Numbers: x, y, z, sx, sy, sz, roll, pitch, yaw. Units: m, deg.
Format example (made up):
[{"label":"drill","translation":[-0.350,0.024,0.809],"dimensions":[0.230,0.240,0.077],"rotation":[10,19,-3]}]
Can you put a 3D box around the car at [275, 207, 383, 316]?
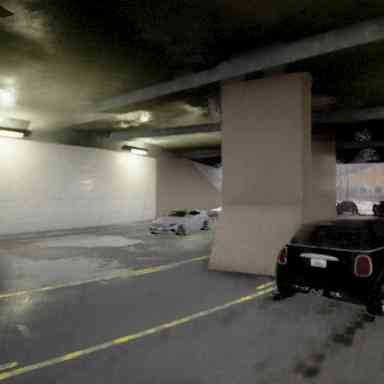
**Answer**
[{"label":"car","translation":[3.914,1.399,7.988],"dimensions":[2.097,1.767,4.553],"rotation":[-1,-1,44]}]

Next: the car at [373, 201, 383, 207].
[{"label":"car","translation":[20.433,1.655,35.025],"dimensions":[1.882,1.535,5.008],"rotation":[0,-1,18]}]

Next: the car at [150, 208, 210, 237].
[{"label":"car","translation":[-0.564,1.690,19.540],"dimensions":[1.812,1.442,4.674],"rotation":[0,0,30]}]

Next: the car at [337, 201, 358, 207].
[{"label":"car","translation":[17.644,1.740,37.745],"dimensions":[1.812,1.442,4.674],"rotation":[0,-1,18]}]
